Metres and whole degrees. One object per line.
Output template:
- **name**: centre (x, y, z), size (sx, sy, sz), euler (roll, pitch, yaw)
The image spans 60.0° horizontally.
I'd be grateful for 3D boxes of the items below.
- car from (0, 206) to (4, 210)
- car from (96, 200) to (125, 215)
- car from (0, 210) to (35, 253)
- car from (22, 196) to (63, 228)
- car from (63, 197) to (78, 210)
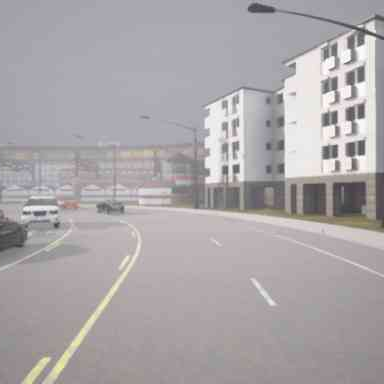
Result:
- **car**: centre (-13.429, 1.439, 21.385), size (2.097, 1.767, 4.553), euler (0, 0, -21)
- **car**: centre (-8.787, 1.552, 35.583), size (2.128, 1.511, 4.902), euler (0, 0, -34)
- **car**: centre (-7.777, 1.614, 12.376), size (1.994, 1.385, 4.181), euler (0, 0, -6)
- **car**: centre (-10.154, 1.289, 22.695), size (2.150, 2.045, 5.566), euler (0, 0, -21)
- **car**: centre (-17.563, 1.469, 45.417), size (4.553, 1.767, 2.097), euler (0, 0, 40)
